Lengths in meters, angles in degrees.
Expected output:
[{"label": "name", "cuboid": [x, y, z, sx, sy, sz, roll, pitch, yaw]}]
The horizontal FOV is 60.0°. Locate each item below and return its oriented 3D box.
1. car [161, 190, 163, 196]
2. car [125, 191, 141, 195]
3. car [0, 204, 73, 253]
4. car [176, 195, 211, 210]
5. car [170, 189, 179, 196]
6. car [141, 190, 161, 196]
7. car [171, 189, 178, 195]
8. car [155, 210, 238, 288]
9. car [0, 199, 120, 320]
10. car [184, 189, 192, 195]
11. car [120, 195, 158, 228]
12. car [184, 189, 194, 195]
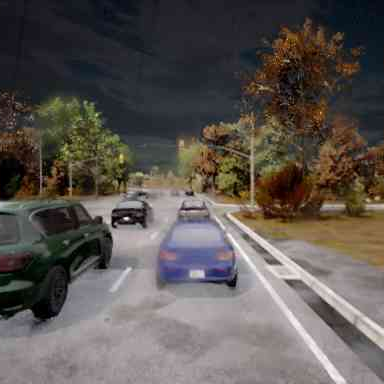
[{"label": "car", "cuboid": [-7.453, 0.218, 75.112, 1.812, 1.442, 4.674, 0, 1, -2]}, {"label": "car", "cuboid": [-10.656, 0.519, 58.858, 1.812, 1.442, 4.674, 0, 1, 0]}, {"label": "car", "cuboid": [-7.082, 1.357, 14.160, 2.033, 1.411, 5.357, 0, 1, 0]}, {"label": "car", "cuboid": [0.099, 1.197, 19.819, 2.128, 1.511, 4.902, 0, 1, 0]}, {"label": "car", "cuboid": [-4.059, 0.159, 78.123, 2.128, 1.511, 4.902, 0, 1, -2]}, {"label": "car", "cuboid": [-7.152, 0.542, 58.784, 2.033, 1.411, 5.357, 0, 1, 0]}, {"label": "car", "cuboid": [-4.546, -0.110, 88.165, 1.812, 1.442, 4.674, 0, 1, -3]}, {"label": "car", "cuboid": [0.099, 1.431, 8.913, 1.812, 1.442, 4.674, 0, 1, 0]}, {"label": "car", "cuboid": [-3.405, 1.156, 7.404, 2.150, 2.045, 5.566, 0, 1, 1]}, {"label": "car", "cuboid": [-1.051, -0.114, 88.364, 1.812, 1.442, 4.674, 0, 1, -3]}, {"label": "car", "cuboid": [-3.402, 1.186, 19.707, 1.882, 1.535, 5.008, 0, 1, 0]}, {"label": "car", "cuboid": [-0.560, 0.117, 78.221, 1.882, 1.535, 5.008, 0, 1, -2]}]
